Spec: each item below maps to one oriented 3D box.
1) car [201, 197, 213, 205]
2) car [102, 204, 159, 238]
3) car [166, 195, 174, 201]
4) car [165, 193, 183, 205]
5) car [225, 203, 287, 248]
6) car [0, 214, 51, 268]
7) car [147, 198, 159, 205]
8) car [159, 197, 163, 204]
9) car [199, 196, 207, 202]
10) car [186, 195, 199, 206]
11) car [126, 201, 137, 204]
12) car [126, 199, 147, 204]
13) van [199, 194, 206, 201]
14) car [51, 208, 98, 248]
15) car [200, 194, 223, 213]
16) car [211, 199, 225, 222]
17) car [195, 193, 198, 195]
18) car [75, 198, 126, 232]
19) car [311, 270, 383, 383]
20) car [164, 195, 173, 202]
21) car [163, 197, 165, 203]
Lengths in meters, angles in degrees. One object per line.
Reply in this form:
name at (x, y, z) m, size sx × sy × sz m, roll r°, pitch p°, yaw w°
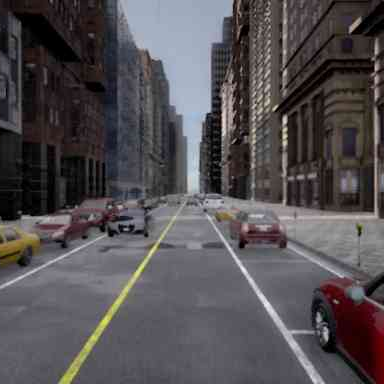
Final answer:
car at (2.729, 1.613, 59.500) m, size 1.947 × 1.339 × 4.313 m, roll 0°, pitch 0°, yaw 0°
car at (-3.108, 1.573, 17.717) m, size 1.994 × 1.385 × 4.181 m, roll 0°, pitch 0°, yaw 0°
car at (-5.811, 1.626, 87.493) m, size 1.887 × 1.381 × 4.507 m, roll 0°, pitch 0°, yaw 0°
car at (-3.086, 1.397, 58.416) m, size 2.097 × 1.767 × 4.553 m, roll 0°, pitch 0°, yaw 0°
car at (2.752, 1.448, 14.686) m, size 1.967 × 1.590 × 4.097 m, roll 0°, pitch 0°, yaw 0°
car at (-5.770, 1.529, 8.895) m, size 1.752 × 1.417 × 4.829 m, roll 0°, pitch 0°, yaw 0°
car at (-5.787, 1.593, 42.677) m, size 1.947 × 1.339 × 4.313 m, roll 0°, pitch 0°, yaw 0°
car at (-5.790, 1.599, 48.279) m, size 1.947 × 1.339 × 4.313 m, roll 0°, pitch 0°, yaw 0°
car at (2.717, 1.657, 81.907) m, size 1.802 × 1.307 × 4.206 m, roll 0°, pitch 0°, yaw 0°
car at (-0.028, 1.588, 54.689) m, size 2.033 × 1.411 × 5.357 m, roll 0°, pitch 0°, yaw 0°
car at (-5.778, 1.596, 25.871) m, size 1.802 × 1.307 × 4.206 m, roll 0°, pitch 0°, yaw 0°
car at (-5.782, 1.458, 31.473) m, size 1.967 × 1.590 × 4.097 m, roll 0°, pitch 0°, yaw 0°
van at (2.714, 1.423, 87.508) m, size 1.690 × 1.788 × 3.998 m, roll 0°, pitch 0°, yaw 0°
car at (-5.772, 1.589, 14.666) m, size 1.802 × 1.307 × 4.206 m, roll 0°, pitch 0°, yaw 0°
car at (2.374, 1.244, 37.459) m, size 2.150 × 2.045 × 5.566 m, roll 0°, pitch 0°, yaw 0°
car at (2.746, 1.540, 26.060) m, size 1.752 × 1.417 × 4.829 m, roll 0°, pitch 0°, yaw 0°
car at (-0.039, 1.416, 75.939) m, size 1.837 × 1.490 × 4.892 m, roll 0°, pitch 0°, yaw 0°
car at (-5.776, 1.325, 20.269) m, size 2.192 × 1.841 × 5.009 m, roll 0°, pitch 0°, yaw 0°
car at (2.758, 1.442, 3.482) m, size 1.967 × 1.590 × 4.097 m, roll 0°, pitch 0°, yaw 0°
car at (-5.809, 1.514, 81.892) m, size 1.967 × 1.590 × 4.097 m, roll 0°, pitch 0°, yaw 0°
car at (-5.799, 1.598, 65.086) m, size 1.887 × 1.381 × 4.507 m, roll 0°, pitch 0°, yaw 0°
